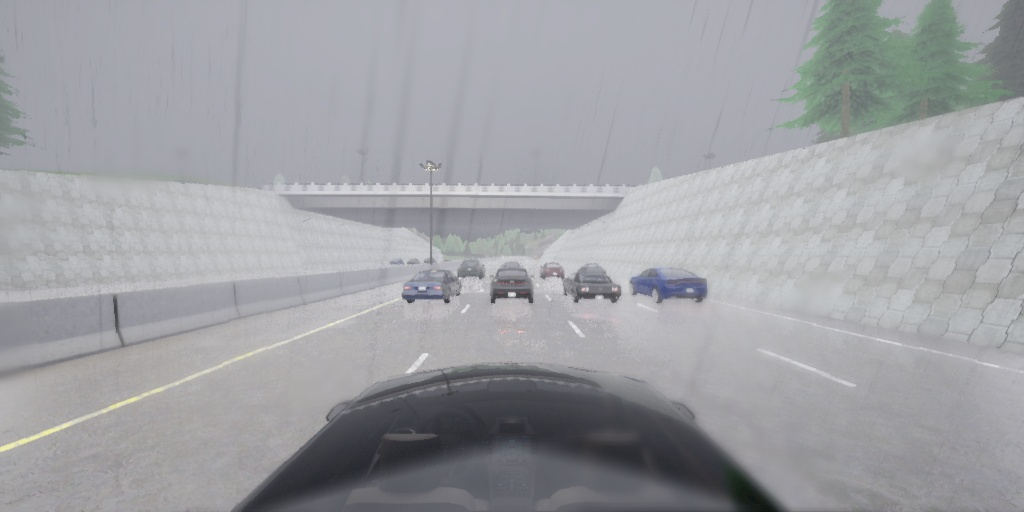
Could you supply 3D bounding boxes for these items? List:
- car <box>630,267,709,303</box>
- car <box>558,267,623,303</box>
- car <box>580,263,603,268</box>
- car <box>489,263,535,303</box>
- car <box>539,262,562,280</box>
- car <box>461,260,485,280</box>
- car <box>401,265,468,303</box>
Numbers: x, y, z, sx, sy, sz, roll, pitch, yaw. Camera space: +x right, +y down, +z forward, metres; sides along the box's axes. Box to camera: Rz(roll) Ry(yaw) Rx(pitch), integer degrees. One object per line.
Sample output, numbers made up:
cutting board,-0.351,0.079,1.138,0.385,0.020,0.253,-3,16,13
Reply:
car,7.000,1.232,16.500,1.882,1.535,5.008,0,0,0
car,3.500,1.364,16.530,1.895,1.301,4.718,0,0,0
car,7.000,1.320,31.500,1.994,1.385,4.181,0,0,0
car,0.000,1.264,16.500,1.837,1.490,4.892,0,0,0
car,3.500,1.280,31.500,1.812,1.442,4.674,0,0,0
car,-3.500,1.113,31.470,2.097,1.767,4.553,0,0,0
car,-3.500,1.310,16.500,2.033,1.411,5.357,0,0,0
